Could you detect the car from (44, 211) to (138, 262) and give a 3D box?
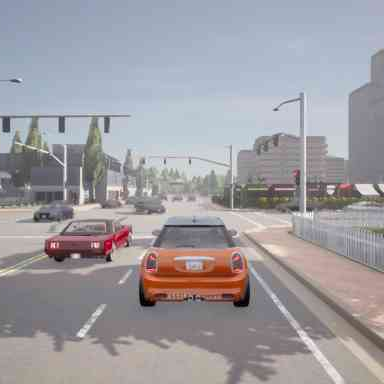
[{"bbox_3d":[-3.422,1.601,12.037,1.895,1.301,4.718,0,0,0],"label":"car"}]

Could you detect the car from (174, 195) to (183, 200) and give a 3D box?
[{"bbox_3d":[-3.541,1.425,87.751,1.994,1.385,4.181,0,0,0],"label":"car"}]

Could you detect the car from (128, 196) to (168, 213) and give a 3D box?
[{"bbox_3d":[-4.355,1.505,33.321,1.837,1.490,4.892,-2,1,-31],"label":"car"}]

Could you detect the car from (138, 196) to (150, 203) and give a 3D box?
[{"bbox_3d":[-10.534,1.553,73.075,1.994,1.385,4.181,0,0,0],"label":"car"}]

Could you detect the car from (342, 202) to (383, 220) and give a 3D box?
[{"bbox_3d":[14.929,1.526,27.678,4.674,1.442,1.812,0,0,-2],"label":"car"}]

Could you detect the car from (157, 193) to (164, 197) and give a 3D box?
[{"bbox_3d":[-7.080,1.491,63.790,2.128,1.511,4.902,0,0,0],"label":"car"}]

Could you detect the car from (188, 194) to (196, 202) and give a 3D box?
[{"bbox_3d":[-0.037,1.531,77.479,2.033,1.411,5.357,0,0,0],"label":"car"}]

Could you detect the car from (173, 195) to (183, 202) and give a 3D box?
[{"bbox_3d":[-3.537,1.513,77.796,1.812,1.442,4.674,0,0,0],"label":"car"}]

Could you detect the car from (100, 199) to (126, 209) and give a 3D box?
[{"bbox_3d":[-10.728,1.563,44.469,1.994,1.385,4.181,0,0,3],"label":"car"}]

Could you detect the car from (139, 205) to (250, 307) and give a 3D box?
[{"bbox_3d":[0.060,1.352,8.143,2.097,1.767,4.553,0,0,0],"label":"car"}]

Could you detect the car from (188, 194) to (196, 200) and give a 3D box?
[{"bbox_3d":[-0.041,1.398,87.754,2.128,1.511,4.902,0,0,0],"label":"car"}]

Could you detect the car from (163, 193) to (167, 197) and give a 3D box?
[{"bbox_3d":[-7.037,1.217,79.407,2.150,2.045,5.566,0,0,0],"label":"car"}]

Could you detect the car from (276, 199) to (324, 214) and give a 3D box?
[{"bbox_3d":[11.255,1.492,34.804,4.902,1.511,2.128,0,0,-1],"label":"car"}]

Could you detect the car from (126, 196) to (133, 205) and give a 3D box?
[{"bbox_3d":[-10.605,1.499,58.760,1.837,1.490,4.892,0,2,0],"label":"car"}]

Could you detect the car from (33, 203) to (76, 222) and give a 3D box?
[{"bbox_3d":[-10.613,1.564,25.845,1.994,1.385,4.181,0,0,0],"label":"car"}]
